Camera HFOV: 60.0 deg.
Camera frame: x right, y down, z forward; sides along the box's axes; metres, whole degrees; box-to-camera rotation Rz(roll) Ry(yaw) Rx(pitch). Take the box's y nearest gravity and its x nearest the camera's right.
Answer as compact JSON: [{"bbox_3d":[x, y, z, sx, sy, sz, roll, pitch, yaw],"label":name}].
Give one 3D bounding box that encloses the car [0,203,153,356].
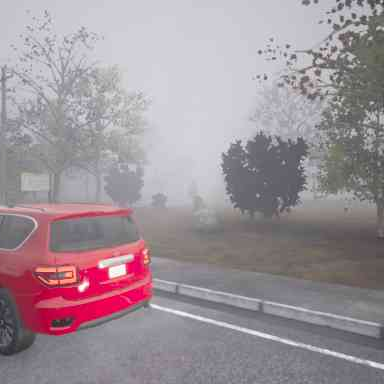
[{"bbox_3d":[-3.250,1.221,6.298,5.566,2.045,2.150,0,0,35],"label":"car"}]
